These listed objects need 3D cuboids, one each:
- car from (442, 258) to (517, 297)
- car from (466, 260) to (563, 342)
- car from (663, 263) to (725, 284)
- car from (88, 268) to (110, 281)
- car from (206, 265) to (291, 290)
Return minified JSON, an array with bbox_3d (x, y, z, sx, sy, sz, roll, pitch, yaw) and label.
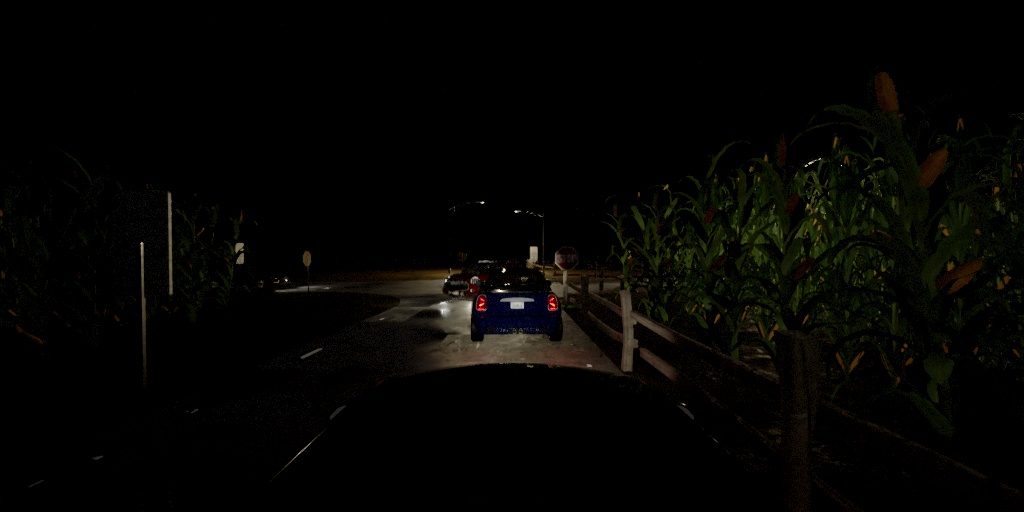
[{"bbox_3d":[-1.408,1.104,18.065,2.097,1.767,4.553,0,0,31],"label":"car"},{"bbox_3d":[0.058,1.098,9.972,2.097,1.767,4.553,0,0,-2],"label":"car"},{"bbox_3d":[12.824,1.187,25.334,5.008,1.535,1.882,0,1,-2],"label":"car"},{"bbox_3d":[-25.614,1.370,22.499,4.181,1.385,1.994,0,1,1],"label":"car"},{"bbox_3d":[-16.559,1.289,22.466,4.892,1.490,1.837,0,1,0],"label":"car"}]
